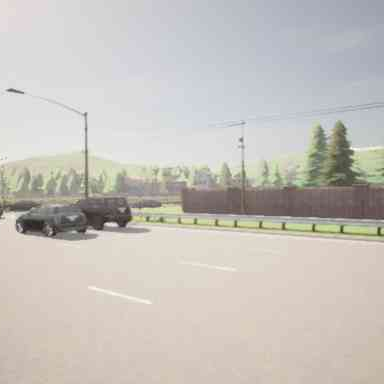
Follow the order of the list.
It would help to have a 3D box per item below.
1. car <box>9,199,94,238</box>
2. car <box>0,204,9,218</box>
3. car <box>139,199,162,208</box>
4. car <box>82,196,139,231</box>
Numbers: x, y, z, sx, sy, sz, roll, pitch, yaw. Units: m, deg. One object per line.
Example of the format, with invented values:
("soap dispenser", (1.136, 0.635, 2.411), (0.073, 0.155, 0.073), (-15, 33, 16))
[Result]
("car", (-7.999, 1.476, 18.787), (4.553, 1.767, 2.097), (-1, 0, 37))
("car", (-19.994, 1.768, 32.088), (4.902, 1.511, 2.128), (-1, 0, 36))
("car", (-7.127, 1.728, 48.316), (5.357, 1.411, 2.033), (0, 0, -28))
("car", (-6.408, 1.330, 21.964), (5.566, 2.045, 2.150), (-2, -1, 37))
